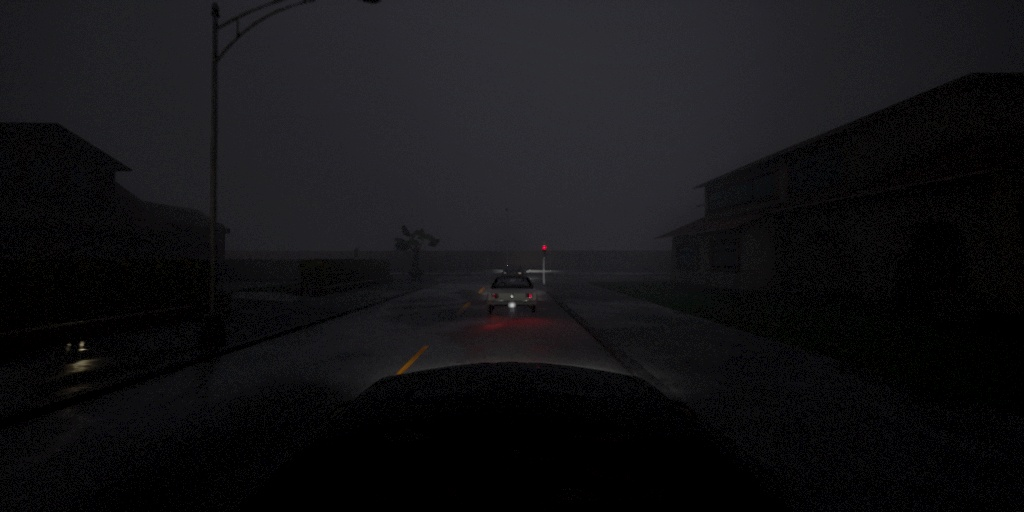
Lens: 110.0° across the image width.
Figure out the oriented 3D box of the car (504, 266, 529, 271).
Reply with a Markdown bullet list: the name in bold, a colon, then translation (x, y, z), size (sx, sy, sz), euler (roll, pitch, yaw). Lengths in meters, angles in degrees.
- **car**: translation (0.290, 1.552, 30.279), size (2.128, 1.511, 4.902), euler (0, 0, 7)

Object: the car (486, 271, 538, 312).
- **car**: translation (0.015, 1.496, 15.077), size (1.895, 1.301, 4.718), euler (0, -1, 0)
